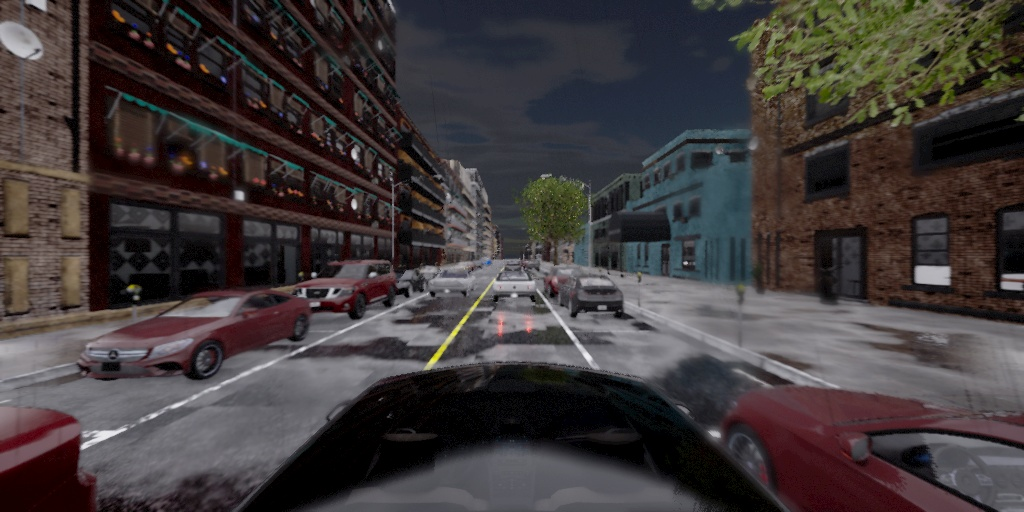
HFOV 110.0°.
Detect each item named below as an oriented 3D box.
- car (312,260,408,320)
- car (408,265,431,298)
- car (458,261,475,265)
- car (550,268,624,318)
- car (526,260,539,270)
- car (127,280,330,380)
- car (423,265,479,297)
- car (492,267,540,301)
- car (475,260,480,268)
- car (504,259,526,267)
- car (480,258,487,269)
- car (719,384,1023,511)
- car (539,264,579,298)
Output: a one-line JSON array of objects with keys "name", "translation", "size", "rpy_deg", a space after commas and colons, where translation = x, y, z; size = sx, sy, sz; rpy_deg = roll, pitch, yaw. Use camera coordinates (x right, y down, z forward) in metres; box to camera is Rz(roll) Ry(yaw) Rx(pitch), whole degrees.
[{"name": "car", "translation": [-5.688, 1.073, 12.880], "size": [2.192, 1.841, 5.009], "rpy_deg": [0, 0, 0]}, {"name": "car", "translation": [-5.687, 1.330, 18.577], "size": [1.948, 1.339, 4.313], "rpy_deg": [0, 0, 0]}, {"name": "car", "translation": [-5.684, 1.322, 41.194], "size": [1.751, 1.417, 4.829], "rpy_deg": [0, 0, 0]}, {"name": "car", "translation": [2.693, 1.309, 12.877], "size": [2.007, 1.370, 4.403], "rpy_deg": [0, 0, 0]}, {"name": "car", "translation": [2.698, 1.357, 47.058], "size": [2.007, 1.370, 4.403], "rpy_deg": [0, 0, 0]}, {"name": "car", "translation": [-5.689, 1.335, 7.184], "size": [1.802, 1.307, 4.207], "rpy_deg": [0, 0, 0]}, {"name": "car", "translation": [-3.075, 1.366, 19.142], "size": [1.895, 1.301, 4.718], "rpy_deg": [0, 0, 0]}, {"name": "car", "translation": [0.103, 1.363, 17.326], "size": [1.895, 1.301, 4.718], "rpy_deg": [0, 0, 0]}, {"name": "car", "translation": [-5.683, 1.351, 47.061], "size": [1.888, 1.381, 4.507], "rpy_deg": [0, 0, 0]}, {"name": "car", "translation": [0.108, 1.287, 40.530], "size": [2.128, 1.511, 4.902], "rpy_deg": [0, 0, 0]}, {"name": "car", "translation": [-5.682, 1.394, 58.453], "size": [1.948, 1.339, 4.313], "rpy_deg": [0, 0, 0]}, {"name": "car", "translation": [2.691, 1.332, 1.485], "size": [1.802, 1.307, 4.207], "rpy_deg": [0, 0, 0]}, {"name": "car", "translation": [2.694, 1.204, 18.574], "size": [1.967, 1.591, 4.097], "rpy_deg": [0, 0, 0]}]
